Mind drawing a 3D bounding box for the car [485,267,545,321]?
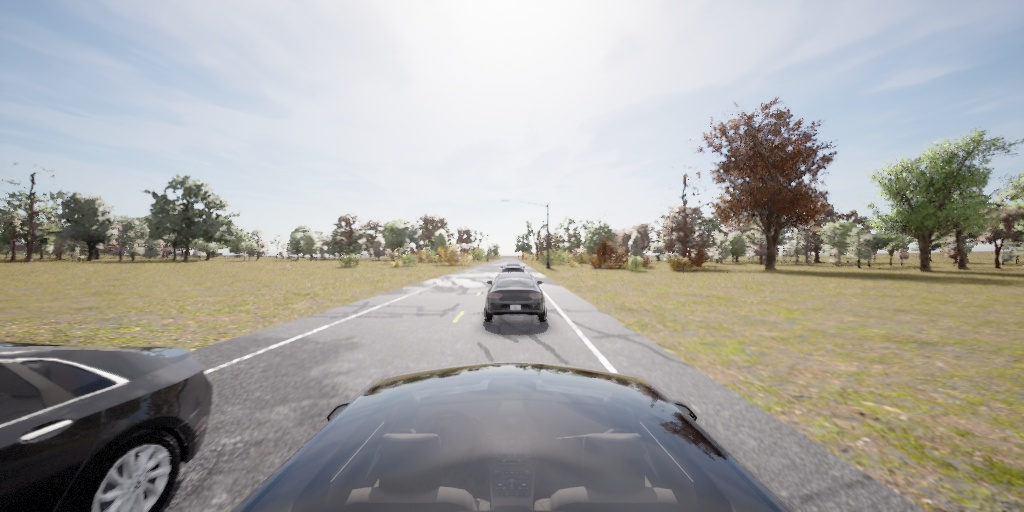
[{"bbox_3d":[0.100,1.277,12.345,1.812,1.442,4.674,0,0,0],"label":"car"}]

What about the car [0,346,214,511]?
[{"bbox_3d":[-3.600,1.255,1.185,1.837,1.490,4.892,0,0,0],"label":"car"}]

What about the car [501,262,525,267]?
[{"bbox_3d":[0.098,1.258,30.192,1.837,1.490,4.892,0,0,0],"label":"car"}]
